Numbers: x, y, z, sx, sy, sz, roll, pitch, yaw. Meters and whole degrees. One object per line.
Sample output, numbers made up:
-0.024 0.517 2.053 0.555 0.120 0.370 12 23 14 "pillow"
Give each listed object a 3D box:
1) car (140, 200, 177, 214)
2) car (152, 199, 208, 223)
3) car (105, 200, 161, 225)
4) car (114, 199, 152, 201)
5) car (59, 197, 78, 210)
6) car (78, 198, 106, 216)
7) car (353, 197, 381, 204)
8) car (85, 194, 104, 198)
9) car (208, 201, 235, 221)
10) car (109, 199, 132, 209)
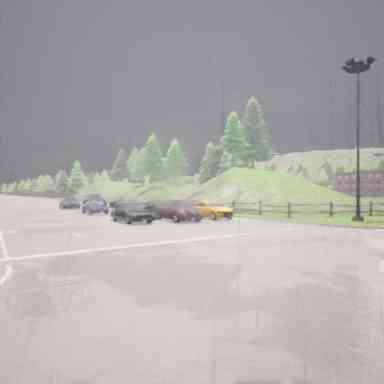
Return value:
-3.899 1.625 37.630 2.033 1.411 5.357 0 0 -31 "car"
-1.053 1.405 26.173 2.097 1.767 4.553 0 0 -31 "car"
-4.625 1.601 25.308 2.033 1.411 5.357 0 0 -31 "car"
-6.227 1.551 34.718 1.882 1.535 5.008 0 0 -31 "car"
-16.501 1.451 44.987 2.097 1.767 4.553 0 0 -31 "car"
-9.899 1.599 34.037 1.812 1.442 4.674 0 0 -32 "car"
34.085 1.650 64.862 2.033 1.411 5.357 0 0 -16 "car"
-13.910 1.325 47.476 2.150 2.045 5.566 0 0 -31 "car"
1.623 1.534 28.512 1.882 1.535 5.008 0 0 -31 "car"
-10.428 1.703 48.467 1.895 1.301 4.718 0 0 -31 "car"
